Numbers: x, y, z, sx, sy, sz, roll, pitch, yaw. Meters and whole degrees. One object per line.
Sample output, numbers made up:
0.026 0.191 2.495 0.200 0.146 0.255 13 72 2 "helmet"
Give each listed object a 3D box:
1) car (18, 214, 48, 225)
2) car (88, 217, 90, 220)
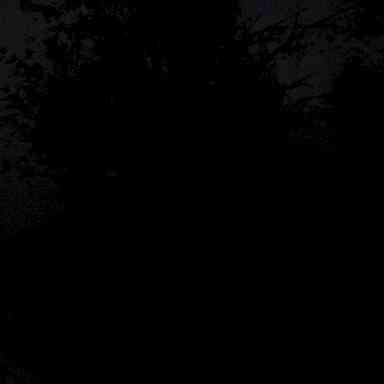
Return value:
-23.091 4.063 49.907 2.033 1.411 5.357 -5 -4 30 "car"
-19.254 4.903 67.074 1.882 1.535 5.008 -4 -4 21 "car"
